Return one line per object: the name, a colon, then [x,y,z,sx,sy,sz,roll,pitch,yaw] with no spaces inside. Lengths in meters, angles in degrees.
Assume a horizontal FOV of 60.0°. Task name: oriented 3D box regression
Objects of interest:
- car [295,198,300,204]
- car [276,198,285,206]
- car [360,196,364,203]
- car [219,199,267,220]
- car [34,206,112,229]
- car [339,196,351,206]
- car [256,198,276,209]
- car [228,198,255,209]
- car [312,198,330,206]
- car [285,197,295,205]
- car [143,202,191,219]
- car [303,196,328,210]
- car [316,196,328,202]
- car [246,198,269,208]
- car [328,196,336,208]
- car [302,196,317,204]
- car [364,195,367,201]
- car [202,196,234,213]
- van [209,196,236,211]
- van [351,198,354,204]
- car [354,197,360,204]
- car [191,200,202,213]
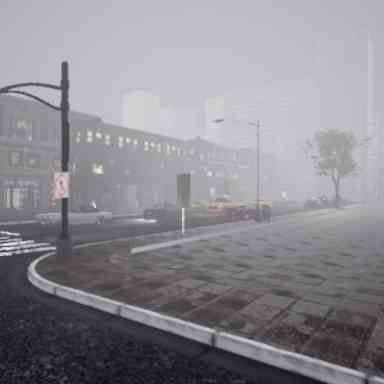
car: [19.807,1.752,65.006,2.008,1.369,4.403,0,0,35]
car: [13.451,1.692,55.964,2.008,1.369,4.403,0,0,35]
car: [36.293,1.870,73.889,1.752,1.417,4.829,0,0,35]
car: [4.463,1.596,28.512,1.887,1.381,4.507,0,0,35]
car: [-7.581,1.562,21.530,1.895,1.301,4.718,0,0,35]
car: [26.664,1.566,60.188,2.192,1.841,5.009,0,0,35]
car: [9.356,1.577,45.549,1.882,1.535,5.008,0,0,36]
car: [7.096,1.633,46.922,2.008,1.369,4.403,0,0,35]
car: [23.069,1.822,59.570,1.895,1.301,4.718,0,0,35]
car: [16.629,1.722,60.485,2.008,1.369,4.403,0,0,35]
car: [-2.328,1.565,28.989,1.994,1.385,4.181,0,0,36]
car: [17.130,1.601,46.625,1.967,1.590,4.097,0,0,35]
car: [32.517,1.768,83.089,1.967,1.590,4.097,0,0,35]
car: [10.176,1.636,51.303,1.752,1.417,4.829,0,0,35]
car: [20.308,1.505,51.146,2.192,1.841,5.009,0,0,35]
car: [26.162,1.703,74.047,1.967,1.590,4.097,0,0,35]
car: [39.372,1.959,78.270,1.802,1.307,4.206,0,0,35]
car: [3.483,1.400,37.250,2.097,1.767,4.553,0,0,35]
van: [3.919,1.396,42.401,1.690,1.788,3.998,0,0,35]
van: [29.841,1.622,64.709,1.690,1.788,3.998,0,0,35]
car: [33.017,1.894,69.228,1.802,1.307,4.206,0,0,35]
car: [0.643,1.552,37.741,1.752,1.417,4.829,0,0,35]
